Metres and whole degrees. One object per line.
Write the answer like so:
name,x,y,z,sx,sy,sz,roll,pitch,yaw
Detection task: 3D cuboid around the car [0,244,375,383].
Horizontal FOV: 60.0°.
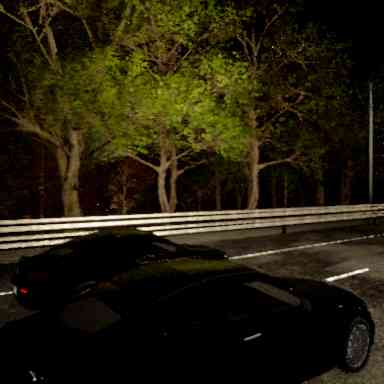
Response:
car,0.280,1.526,3.952,4.674,1.442,1.812,0,0,-35

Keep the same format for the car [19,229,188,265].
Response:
car,-1.223,1.527,7.179,4.674,1.442,1.812,0,0,-35
